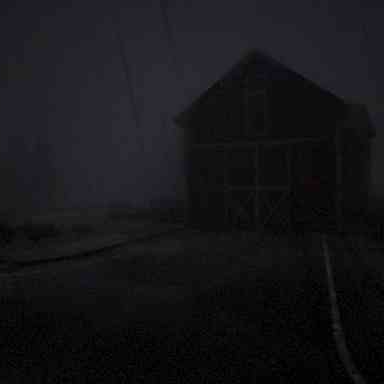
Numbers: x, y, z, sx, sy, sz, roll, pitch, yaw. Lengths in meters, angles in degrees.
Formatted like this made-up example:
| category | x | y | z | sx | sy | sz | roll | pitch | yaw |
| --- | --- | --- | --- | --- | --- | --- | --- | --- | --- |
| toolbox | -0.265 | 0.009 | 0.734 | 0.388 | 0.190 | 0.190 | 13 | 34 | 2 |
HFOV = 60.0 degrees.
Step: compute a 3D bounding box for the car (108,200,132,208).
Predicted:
| category | x | y | z | sx | sy | sz | roll | pitch | yaw |
| --- | --- | --- | --- | --- | --- | --- | --- | --- | --- |
| car | -8.941 | 1.817 | 42.113 | 1.816 | 1.474 | 4.193 | -7 | -2 | 16 |
